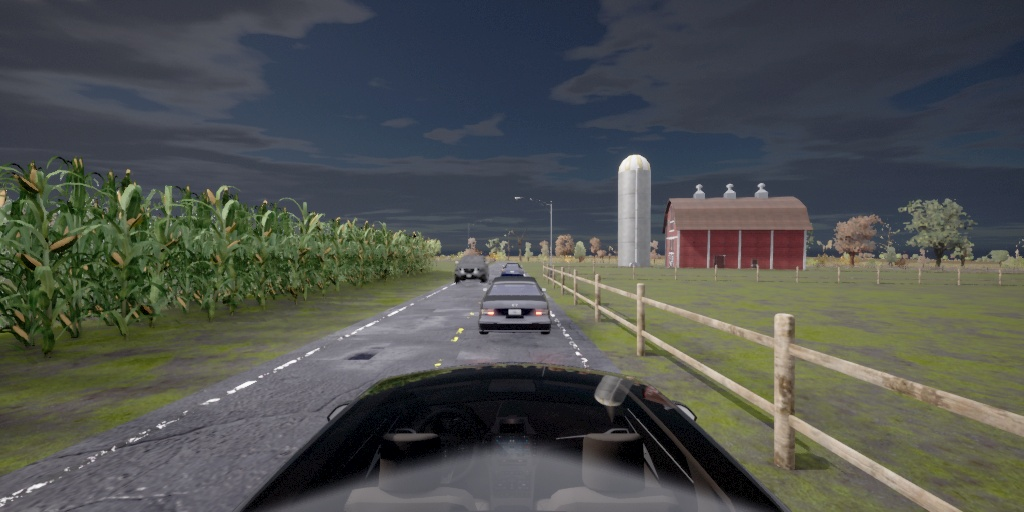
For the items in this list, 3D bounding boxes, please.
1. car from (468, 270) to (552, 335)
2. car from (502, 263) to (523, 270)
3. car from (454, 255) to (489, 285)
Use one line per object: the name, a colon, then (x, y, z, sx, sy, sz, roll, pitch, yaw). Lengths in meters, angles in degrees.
car: (0.074, 1.297, 10.506, 2.033, 1.411, 5.357, 0, 0, 0)
car: (0.043, 1.319, 32.732, 1.994, 1.385, 4.181, 0, 0, 0)
car: (-2.881, 0.974, 26.704, 2.150, 2.045, 5.566, 0, 0, 0)
